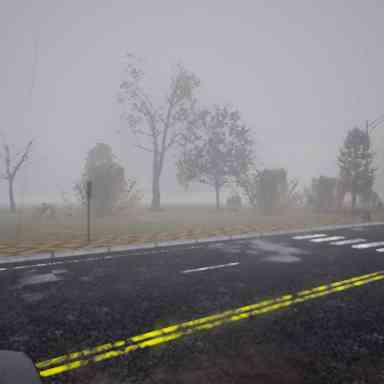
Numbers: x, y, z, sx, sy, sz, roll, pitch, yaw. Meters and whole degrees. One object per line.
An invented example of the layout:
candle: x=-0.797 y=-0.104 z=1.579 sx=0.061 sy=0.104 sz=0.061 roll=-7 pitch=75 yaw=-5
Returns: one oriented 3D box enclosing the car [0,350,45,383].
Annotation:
car: x=-3.244 y=1.549 z=1.111 sx=5.357 sy=1.411 sz=2.033 roll=0 pitch=0 yaw=-35
